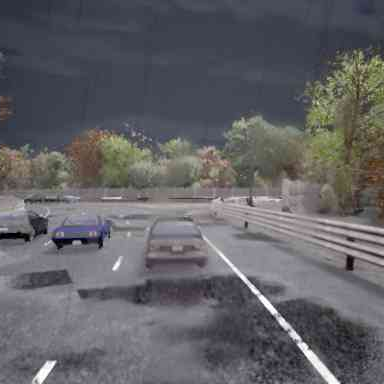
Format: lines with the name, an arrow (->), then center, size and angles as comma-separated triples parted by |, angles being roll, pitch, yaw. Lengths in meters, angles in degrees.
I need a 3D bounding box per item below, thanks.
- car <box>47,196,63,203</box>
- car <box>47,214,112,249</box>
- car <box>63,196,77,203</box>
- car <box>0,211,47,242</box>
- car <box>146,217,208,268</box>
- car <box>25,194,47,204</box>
car -> -29.626, 1.609, 70.233 | 1.882, 1.535, 5.008 | 0, 0, -43
car -> -4.669, 1.631, 14.782 | 1.895, 1.301, 4.718 | 0, 0, -8
car -> -26.960, 1.662, 72.501 | 2.033, 1.411, 5.357 | 0, 0, -43
car -> -8.509, 1.607, 16.533 | 1.994, 1.385, 4.181 | 0, 0, -9
car -> -0.592, 1.563, 11.404 | 2.033, 1.411, 5.357 | 0, 0, -5
car -> -32.313, 1.365, 67.987 | 2.150, 2.045, 5.566 | 0, 0, -43
